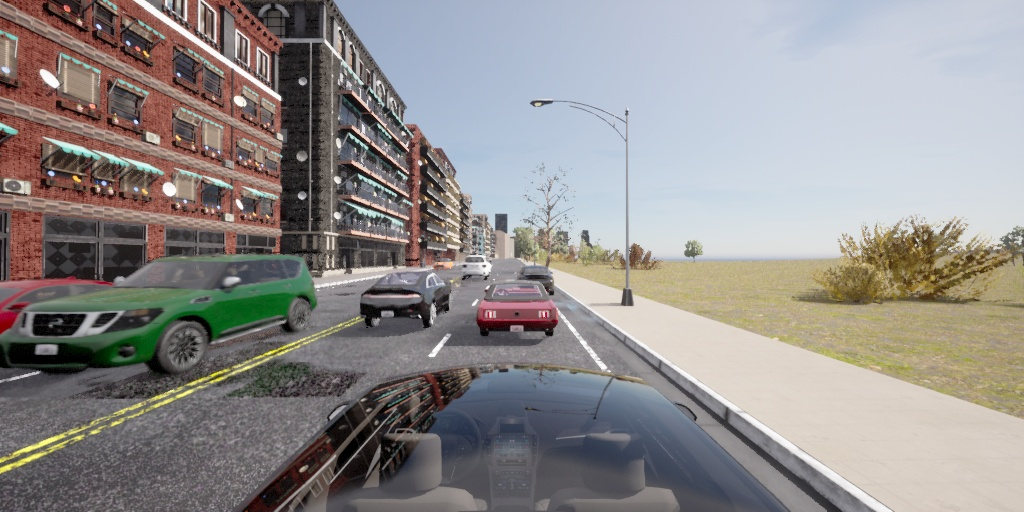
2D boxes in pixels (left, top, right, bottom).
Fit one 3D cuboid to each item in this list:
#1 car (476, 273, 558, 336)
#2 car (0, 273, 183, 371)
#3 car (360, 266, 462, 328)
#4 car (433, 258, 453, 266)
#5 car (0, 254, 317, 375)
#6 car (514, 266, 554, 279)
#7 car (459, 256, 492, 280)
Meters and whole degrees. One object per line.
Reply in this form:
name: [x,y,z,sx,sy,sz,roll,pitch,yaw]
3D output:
car: [0.131,1.352,10.323,1.895,1.301,4.718,0,0,0]
car: [-9.830,1.228,7.177,1.882,1.535,5.008,0,0,0]
car: [-3.115,1.242,11.427,2.128,1.511,4.902,0,0,0]
car: [-9.661,1.103,50.360,2.097,1.767,4.553,0,0,0]
car: [-6.580,0.972,7.838,2.150,2.045,5.566,0,0,0]
car: [1.204,1.257,19.523,1.837,1.490,4.892,0,0,0]
car: [-3.037,0.975,31.729,2.150,2.045,5.566,0,0,0]
